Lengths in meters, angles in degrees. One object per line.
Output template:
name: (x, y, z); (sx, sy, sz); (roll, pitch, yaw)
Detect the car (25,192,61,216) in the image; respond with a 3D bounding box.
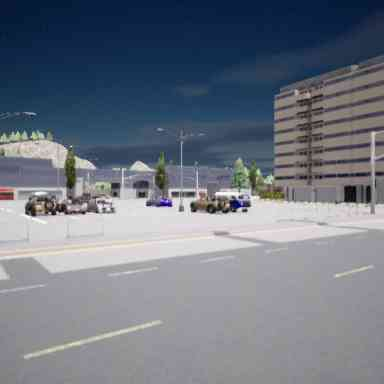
car: (-13.487, 1.161, 29.603); (1.932, 1.855, 4.605); (0, 0, -35)

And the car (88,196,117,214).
car: (-8.952, 1.404, 32.851); (1.970, 1.475, 3.806); (0, 0, -35)

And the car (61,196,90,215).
car: (-11.321, 1.372, 31.187); (1.784, 1.438, 3.905); (0, 0, -35)

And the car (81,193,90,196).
car: (-20.746, 1.162, 64.370); (1.905, 1.878, 3.866); (0, 0, -35)

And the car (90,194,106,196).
car: (-12.916, 1.403, 48.523); (1.970, 1.475, 3.806); (0, 0, -35)
